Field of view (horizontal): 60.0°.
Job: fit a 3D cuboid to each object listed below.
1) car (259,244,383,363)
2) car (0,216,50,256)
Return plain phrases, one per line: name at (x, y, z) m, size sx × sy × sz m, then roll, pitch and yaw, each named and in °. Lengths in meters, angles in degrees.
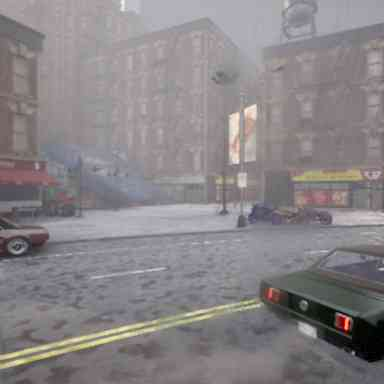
car at (3.522, 1.567, 5.517) m, size 4.718 × 1.301 × 1.895 m, roll 0°, pitch 0°, yaw -28°
car at (-7.418, 1.496, 11.131) m, size 4.718 × 1.301 × 1.895 m, roll 0°, pitch 0°, yaw -31°
